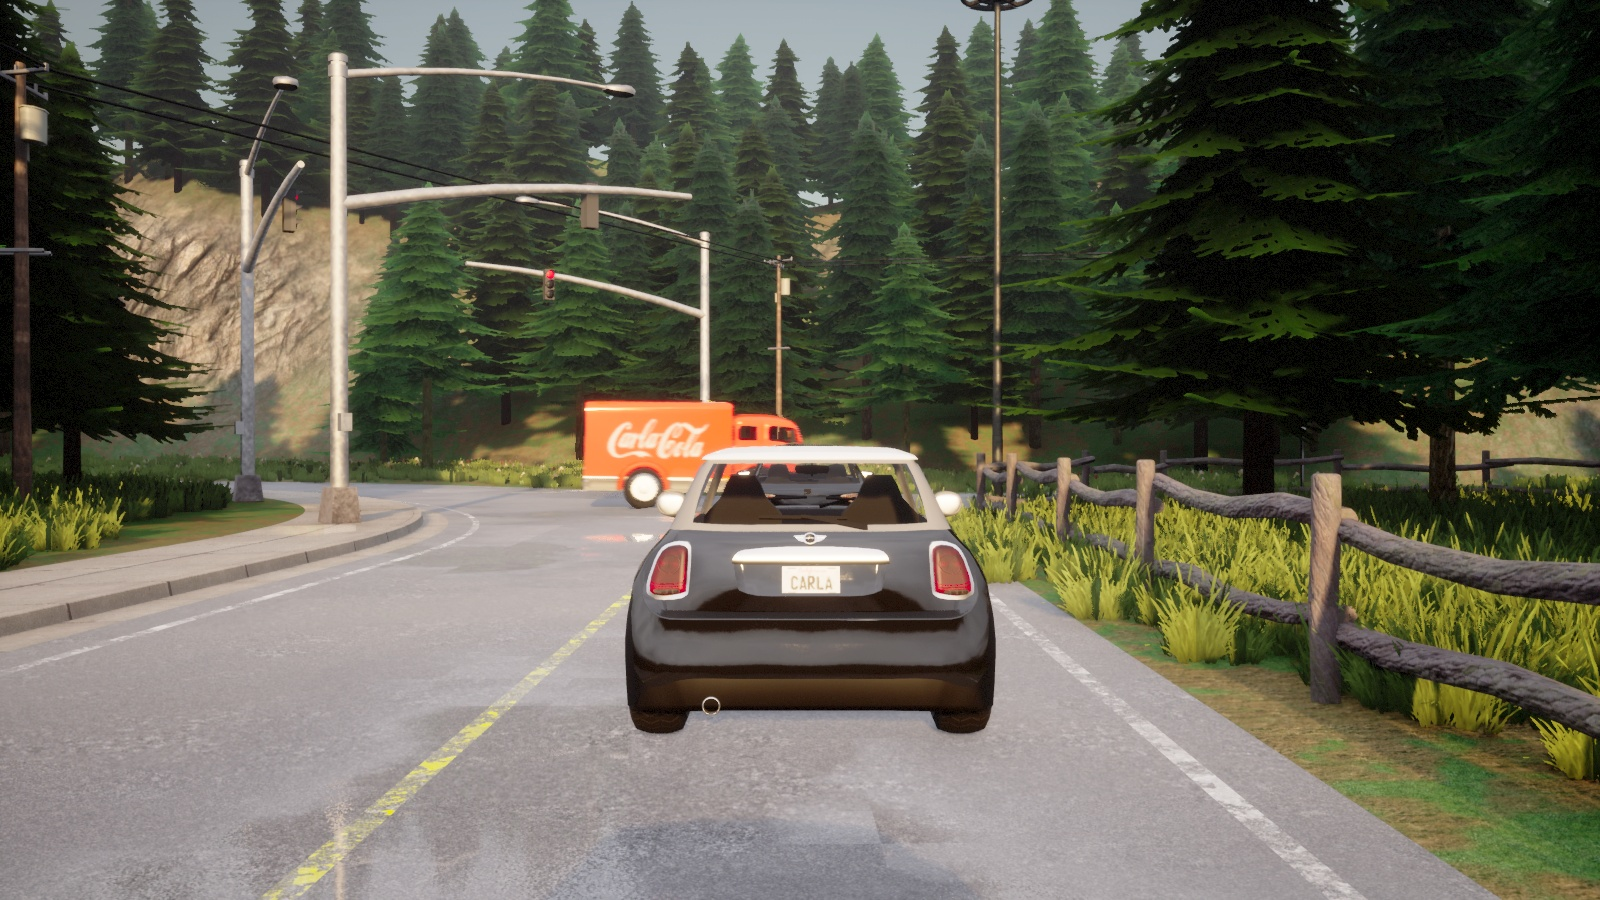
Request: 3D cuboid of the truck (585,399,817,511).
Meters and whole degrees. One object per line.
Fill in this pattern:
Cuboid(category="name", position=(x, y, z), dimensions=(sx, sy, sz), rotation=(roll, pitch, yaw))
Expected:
Cuboid(category="truck", position=(-2.408, 0.092, 29.748), dimensions=(5.204, 2.467, 2.627), rotation=(1, 2, -9))

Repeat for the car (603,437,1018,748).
Cuboid(category="car", position=(0.058, 0.668, 7.864), dimensions=(1.970, 1.475, 3.806), rotation=(0, 0, 0))
